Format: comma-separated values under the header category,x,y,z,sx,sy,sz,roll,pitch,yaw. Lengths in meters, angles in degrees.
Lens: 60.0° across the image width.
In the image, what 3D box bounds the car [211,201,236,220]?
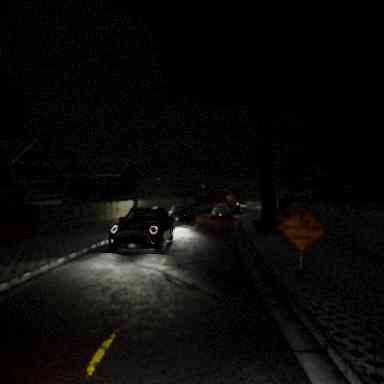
category,x,y,z,sx,sy,sz,roll,pitch,yaw
car,2.935,1.827,32.027,1.812,1.442,4.674,0,0,10

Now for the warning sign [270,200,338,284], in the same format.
category,x,y,z,sx,sy,sz,roll,pitch,yaw
warning sign,2.787,1.205,8.445,1.300,1.860,1.060,3,2,3

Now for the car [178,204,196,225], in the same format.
category,x,y,z,sx,sy,sz,roll,pitch,yaw
car,-0.802,1.723,26.801,2.128,1.511,4.902,0,0,8

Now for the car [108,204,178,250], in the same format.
category,x,y,z,sx,sy,sz,roll,pitch,yaw
car,-2.104,1.479,14.912,2.097,1.767,4.553,0,0,5

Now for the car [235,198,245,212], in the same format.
category,x,y,z,sx,sy,sz,roll,pitch,yaw
car,5.389,1.938,44.395,2.033,1.411,5.357,1,0,14
